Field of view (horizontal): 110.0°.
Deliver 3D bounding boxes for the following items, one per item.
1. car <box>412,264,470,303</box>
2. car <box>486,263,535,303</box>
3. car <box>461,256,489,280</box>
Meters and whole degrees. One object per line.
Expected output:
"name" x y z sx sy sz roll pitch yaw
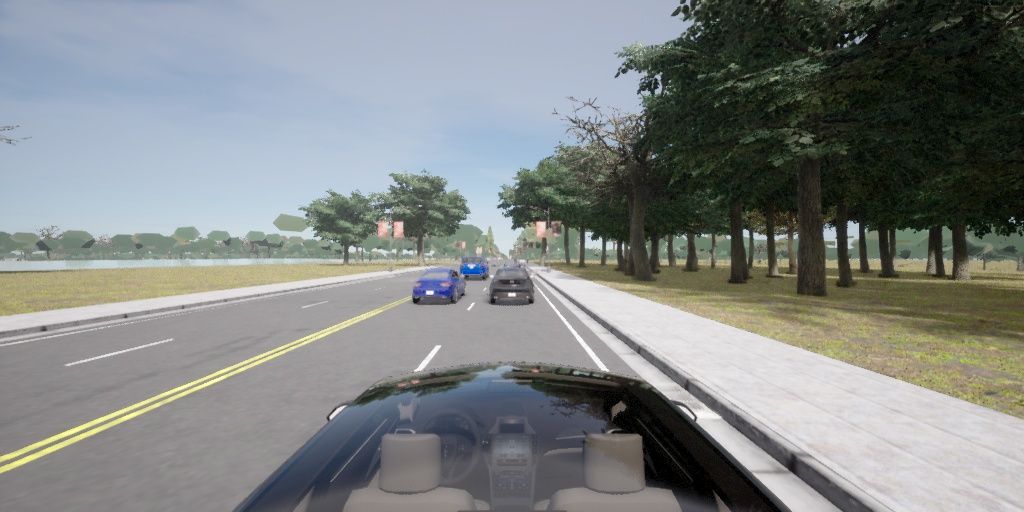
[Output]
"car" -3.250 1.287 16.502 1.812 1.442 4.674 0 0 0
"car" 0.000 1.271 16.503 1.837 1.490 4.892 0 0 0
"car" -3.250 1.017 31.537 2.150 2.045 5.566 0 0 0
